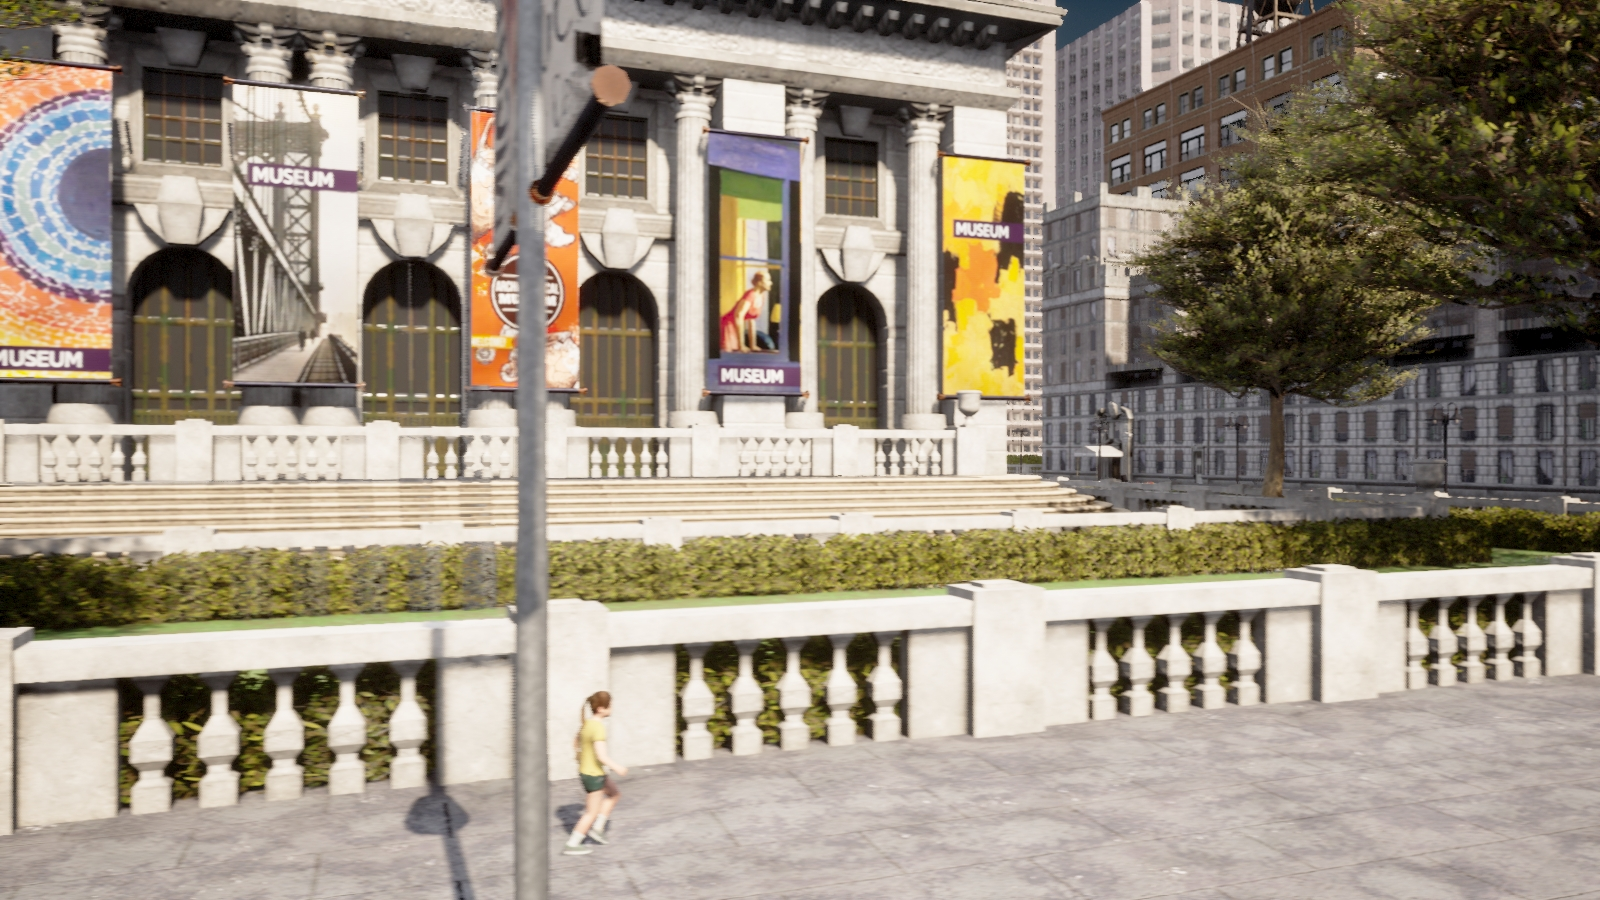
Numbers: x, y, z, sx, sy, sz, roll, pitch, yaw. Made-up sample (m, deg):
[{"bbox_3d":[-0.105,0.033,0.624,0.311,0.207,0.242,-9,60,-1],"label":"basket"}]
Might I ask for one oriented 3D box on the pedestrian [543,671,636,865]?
[{"bbox_3d":[-1.397,2.076,7.552,0.500,1.100,0.500,0,0,-24],"label":"pedestrian"}]
